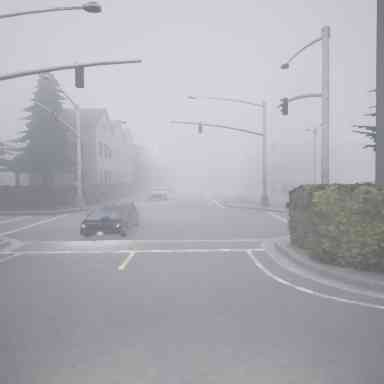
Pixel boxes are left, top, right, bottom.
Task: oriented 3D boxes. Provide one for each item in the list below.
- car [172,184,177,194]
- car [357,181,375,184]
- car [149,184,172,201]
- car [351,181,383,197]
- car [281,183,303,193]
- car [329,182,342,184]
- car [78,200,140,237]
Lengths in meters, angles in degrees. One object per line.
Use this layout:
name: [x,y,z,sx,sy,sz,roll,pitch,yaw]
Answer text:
car: [-3.735,-0.613,55.829,2.097,1.767,4.553,-1,2,0]
car: [19.015,-0.182,34.254,1.905,1.878,3.866,-1,2,0]
car: [-3.717,0.140,37.804,1.882,1.535,5.008,-1,2,0]
car: [22.259,-0.469,42.135,1.932,1.855,4.605,-1,2,0]
car: [15.266,-0.542,52.112,2.007,1.523,4.514,-1,2,0]
car: [25.304,-1.048,59.525,2.152,1.636,5.027,-1,2,0]
car: [-3.656,1.130,15.791,2.033,1.411,5.357,-1,3,0]
